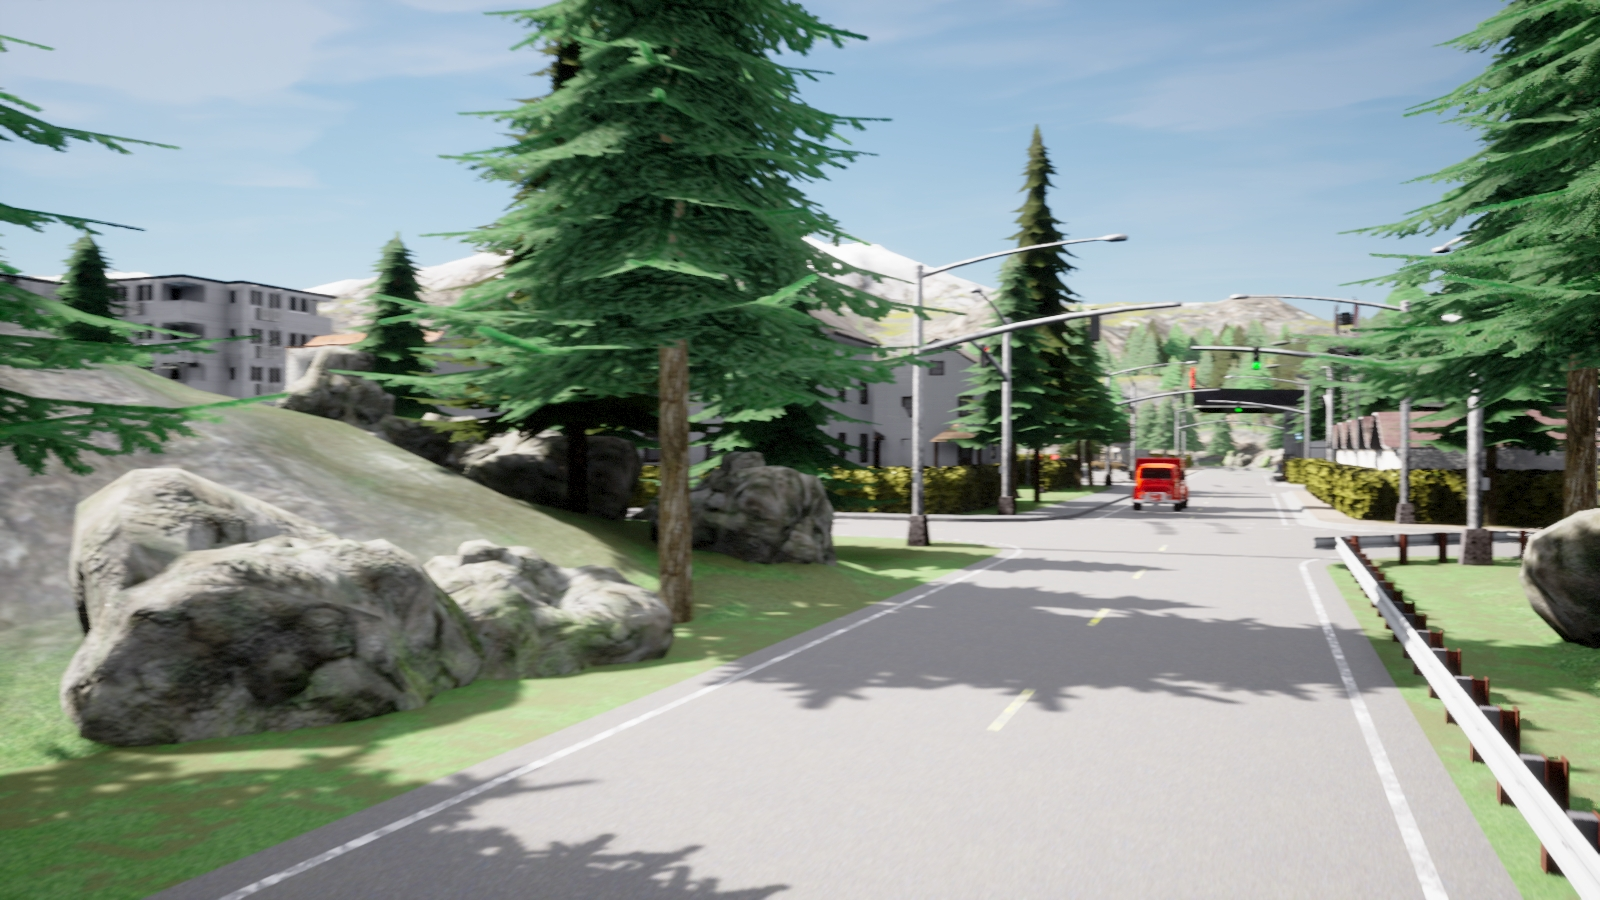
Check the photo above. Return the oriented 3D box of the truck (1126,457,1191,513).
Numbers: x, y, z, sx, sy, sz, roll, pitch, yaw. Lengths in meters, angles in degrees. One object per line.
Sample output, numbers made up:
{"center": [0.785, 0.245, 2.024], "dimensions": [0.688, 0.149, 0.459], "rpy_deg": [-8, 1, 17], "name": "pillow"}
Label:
{"center": [17.070, 1.584, 54.261], "dimensions": [2.627, 2.467, 5.204], "rpy_deg": [0, 0, 21], "name": "truck"}
